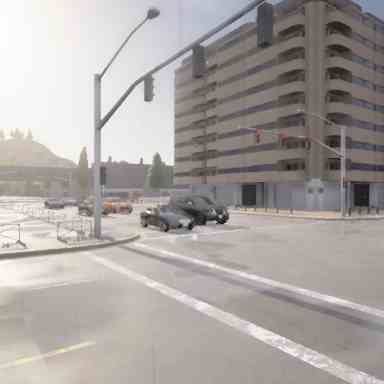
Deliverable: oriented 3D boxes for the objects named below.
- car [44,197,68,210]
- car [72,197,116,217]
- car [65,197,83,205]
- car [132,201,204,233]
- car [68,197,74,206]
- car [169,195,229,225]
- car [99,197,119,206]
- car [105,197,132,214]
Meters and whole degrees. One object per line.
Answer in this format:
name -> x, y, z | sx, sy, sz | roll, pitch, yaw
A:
car -> -18.587, 1.556, 44.775 | 1.837, 1.490, 4.892 | 0, 1, -35
car -> -9.537, 1.548, 31.969 | 2.128, 1.511, 4.902 | 0, 0, -35
car -> -22.087, 1.619, 62.139 | 1.994, 1.385, 4.181 | 0, 0, -35
car -> -1.624, 1.545, 20.392 | 2.128, 1.511, 4.902 | 0, 0, -31
car -> -19.252, 1.581, 51.832 | 1.812, 1.442, 4.674 | 0, 0, -35
car -> 0.259, 1.276, 24.250 | 2.150, 2.045, 5.566 | 0, 0, -36
car -> -14.280, 1.581, 57.170 | 1.812, 1.442, 4.674 | 0, 0, -35
car -> -8.127, 1.408, 36.036 | 2.097, 1.767, 4.553 | 0, 0, -35
